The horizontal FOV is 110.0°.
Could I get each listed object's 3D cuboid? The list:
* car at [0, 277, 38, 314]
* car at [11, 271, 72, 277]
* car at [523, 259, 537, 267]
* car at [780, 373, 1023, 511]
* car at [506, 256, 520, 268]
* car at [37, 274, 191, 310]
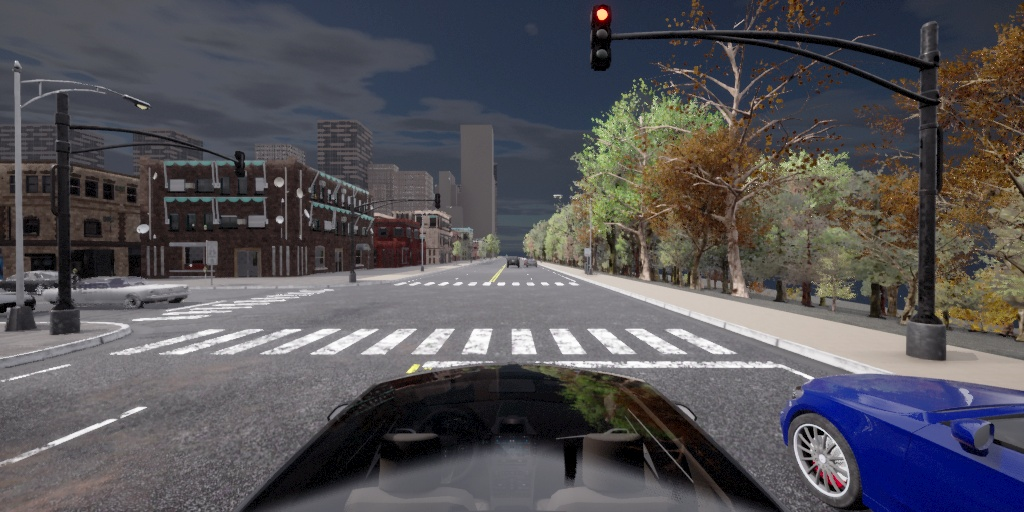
[{"bbox_3d":[-19.926,1.565,12.792,4.313,1.339,1.948,0,0,0],"label":"car"},{"bbox_3d":[-28.242,1.560,21.321,4.403,1.370,2.007,0,0,0],"label":"car"},{"bbox_3d":[3.470,1.218,63.895,2.128,1.511,4.902,0,0,0],"label":"car"},{"bbox_3d":[3.346,1.276,1.351,1.812,1.442,4.674,0,0,2],"label":"car"},{"bbox_3d":[0.216,0.950,62.067,2.150,2.045,5.566,0,0,0],"label":"car"},{"bbox_3d":[-16.752,1.537,15.391,4.718,1.301,1.895,-1,1,3],"label":"car"}]
